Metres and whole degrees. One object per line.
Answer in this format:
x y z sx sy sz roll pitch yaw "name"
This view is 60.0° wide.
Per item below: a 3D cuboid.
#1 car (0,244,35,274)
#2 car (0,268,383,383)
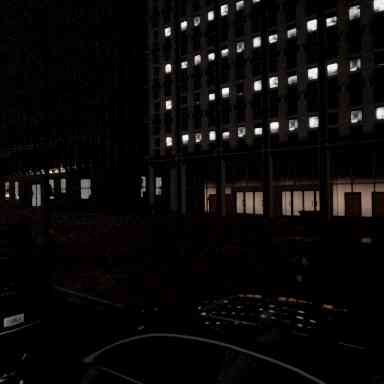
-4.248 1.553 5.903 4.403 1.369 2.008 0 -1 35 "car"
0.291 1.551 2.678 4.403 1.369 2.008 0 -1 35 "car"
